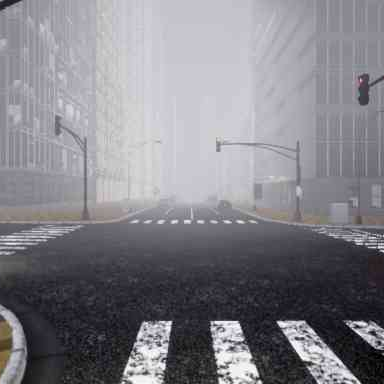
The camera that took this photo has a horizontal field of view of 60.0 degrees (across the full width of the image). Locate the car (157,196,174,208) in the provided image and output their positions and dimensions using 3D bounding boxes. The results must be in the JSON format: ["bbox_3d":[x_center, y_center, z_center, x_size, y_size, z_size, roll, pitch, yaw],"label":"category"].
[{"bbox_3d":[-3.990,1.592,47.283,1.802,1.307,4.206,0,0,0],"label":"car"}]

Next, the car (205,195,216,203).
[{"bbox_3d":[3.814,1.432,69.421,1.967,1.590,4.097,0,0,0],"label":"car"}]

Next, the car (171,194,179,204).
[{"bbox_3d":[-4.047,1.563,63.866,1.947,1.339,4.313,0,0,0],"label":"car"}]

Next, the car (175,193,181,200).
[{"bbox_3d":[-4.086,1.426,74.921,1.967,1.590,4.097,0,0,0],"label":"car"}]

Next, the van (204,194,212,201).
[{"bbox_3d":[3.775,1.320,80.476,1.690,1.788,3.998,0,0,0],"label":"van"}]

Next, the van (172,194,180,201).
[{"bbox_3d":[-4.124,1.314,85.976,1.690,1.788,3.998,0,0,0],"label":"van"}]

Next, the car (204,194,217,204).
[{"bbox_3d":[3.833,1.312,63.892,2.192,1.841,5.009,0,0,0],"label":"car"}]

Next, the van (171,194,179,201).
[{"bbox_3d":[-4.105,1.321,80.448,1.690,1.788,3.998,0,0,0],"label":"van"}]

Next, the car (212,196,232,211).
[{"bbox_3d":[3.959,1.579,41.784,1.947,1.339,4.313,0,0,0],"label":"car"}]
